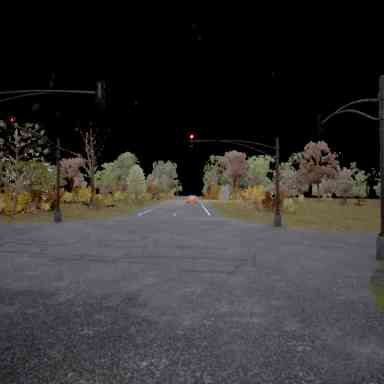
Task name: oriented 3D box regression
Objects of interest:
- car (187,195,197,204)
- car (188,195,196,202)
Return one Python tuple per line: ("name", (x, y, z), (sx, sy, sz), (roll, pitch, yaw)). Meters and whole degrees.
("car", (0.020, 1.422, 67.978), (2.097, 1.767, 4.553), (0, 0, 0))
("car", (0.022, 1.447, 78.014), (1.812, 1.442, 4.674), (0, 0, 0))
